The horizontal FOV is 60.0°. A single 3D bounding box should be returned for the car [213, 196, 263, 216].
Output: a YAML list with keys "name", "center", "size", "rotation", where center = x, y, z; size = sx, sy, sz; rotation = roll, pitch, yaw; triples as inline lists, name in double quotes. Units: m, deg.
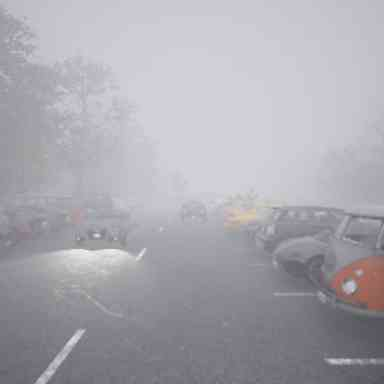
- name: "car"
  center: [4.531, 1.343, 27.862]
  size: [4.892, 1.521, 2.231]
  rotation: [0, 0, 0]

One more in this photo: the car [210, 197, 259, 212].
- name: "car"
  center: [4.532, 1.340, 36.191]
  size: [5.008, 1.535, 2.097]
  rotation: [0, 0, 0]

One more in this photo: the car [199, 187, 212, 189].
- name: "car"
  center: [4.244, 0.382, 74.345]
  size: [4.553, 1.767, 2.185]
  rotation: [0, 1, 0]

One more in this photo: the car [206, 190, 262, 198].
- name: "car"
  center: [4.509, 1.090, 33.415]
  size: [5.566, 2.045, 2.435]
  rotation: [0, 0, 0]

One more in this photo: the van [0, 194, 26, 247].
- name: "van"
  center: [-8.433, 1.156, 11.289]
  size: [4.442, 1.987, 1.878]
  rotation: [0, 0, 0]

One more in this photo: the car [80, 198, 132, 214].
- name: "car"
  center: [-8.540, 1.381, 33.426]
  size: [4.674, 1.452, 2.002]
  rotation: [0, 0, 0]

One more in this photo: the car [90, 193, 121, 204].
- name: "car"
  center: [-8.571, 1.091, 25.117]
  size: [5.566, 2.045, 2.435]
  rotation: [0, 0, 0]

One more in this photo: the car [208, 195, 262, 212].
- name: "car"
  center: [4.352, 1.338, 30.638]
  size: [5.366, 1.575, 1.946]
  rotation: [0, 0, 0]

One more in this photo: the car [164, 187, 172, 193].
- name: "car"
  center: [-8.787, 0.189, 90.895]
  size: [5.008, 1.535, 2.097]
  rotation: [0, 2, 0]

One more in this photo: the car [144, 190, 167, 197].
- name: "car"
  center: [-8.984, 0.390, 82.660]
  size: [5.366, 1.575, 1.946]
  rotation: [0, 1, 0]

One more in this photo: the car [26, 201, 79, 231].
- name: "car"
  center: [-8.570, 1.381, 16.682]
  size: [4.792, 1.488, 2.163]
  rotation: [0, 0, 0]

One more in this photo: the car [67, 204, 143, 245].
- name: "car"
  center: [-3.601, 1.445, 14.570]
  size: [1.994, 1.385, 4.181]
  rotation: [0, 0, 0]

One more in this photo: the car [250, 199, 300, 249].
- name: "car"
  center: [4.507, 1.257, 11.212]
  size: [4.553, 1.767, 2.185]
  rotation: [0, 0, 0]

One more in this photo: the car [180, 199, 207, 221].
- name: "car"
  center: [0.099, 1.463, 25.716]
  size: [1.895, 1.301, 4.718]
  rotation: [0, 0, 0]

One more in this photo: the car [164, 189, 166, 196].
- name: "car"
  center: [-8.808, 0.548, 74.162]
  size: [4.674, 1.452, 2.002]
  rotation: [0, 0, 0]

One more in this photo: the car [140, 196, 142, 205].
- name: "car"
  center: [-8.574, 1.214, 38.842]
  size: [4.553, 1.767, 2.185]
  rotation: [0, 0, 0]

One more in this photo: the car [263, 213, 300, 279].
- name: "car"
  center: [4.509, 1.434, 8.440]
  size: [4.792, 1.488, 2.163]
  rotation: [0, 1, 0]

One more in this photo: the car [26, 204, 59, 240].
- name: "car"
  center: [-8.570, 1.393, 14.043]
  size: [4.792, 1.488, 2.163]
  rotation: [0, 0, 0]

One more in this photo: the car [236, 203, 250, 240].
- name: "car"
  center: [4.544, 1.365, 13.993]
  size: [4.892, 1.521, 2.231]
  rotation: [0, 0, 0]

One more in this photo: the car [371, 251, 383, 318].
- name: "car"
  center: [4.568, 1.483, 2.888]
  size: [4.792, 1.488, 2.163]
  rotation: [0, 1, 0]

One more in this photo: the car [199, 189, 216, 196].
- name: "car"
  center: [4.319, 0.059, 91.062]
  size: [4.553, 1.767, 2.185]
  rotation: [0, 2, 0]

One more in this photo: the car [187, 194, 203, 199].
- name: "car"
  center: [0.102, 1.365, 41.324]
  size: [1.837, 1.490, 4.892]
  rotation: [0, 0, 0]

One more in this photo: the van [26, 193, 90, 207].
- name: "van"
  center: [-8.659, 1.119, 19.453]
  size: [4.442, 1.987, 1.878]
  rotation: [0, 0, 0]

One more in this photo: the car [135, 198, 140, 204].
- name: "car"
  center: [-8.514, 1.370, 36.197]
  size: [4.792, 1.488, 2.163]
  rotation: [0, 0, 0]

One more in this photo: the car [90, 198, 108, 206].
- name: "car"
  center: [-8.514, 1.372, 22.347]
  size: [4.792, 1.488, 2.163]
  rotation: [0, 0, 0]

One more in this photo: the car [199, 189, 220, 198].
- name: "car"
  center: [4.300, 0.580, 68.776]
  size: [4.792, 1.488, 2.163]
  rotation: [0, 0, 0]

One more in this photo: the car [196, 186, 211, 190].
- name: "car"
  center: [4.251, 0.189, 79.915]
  size: [5.566, 2.045, 2.435]
  rotation: [0, 1, 0]

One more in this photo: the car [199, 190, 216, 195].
- name: "car"
  center: [4.319, 0.126, 93.854]
  size: [4.792, 1.488, 2.163]
  rotation: [0, 2, 0]

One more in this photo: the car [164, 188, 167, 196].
- name: "car"
  center: [-8.831, 0.508, 77.074]
  size: [4.792, 1.488, 2.163]
  rotation: [0, 1, 0]

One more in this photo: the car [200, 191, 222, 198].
- name: "car"
  center: [4.283, 0.479, 77.125]
  size: [5.008, 1.535, 2.097]
  rotation: [0, 1, 0]

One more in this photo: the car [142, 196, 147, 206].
- name: "car"
  center: [-8.538, 1.339, 41.614]
  size: [5.008, 1.535, 2.097]
  rotation: [0, 0, 0]

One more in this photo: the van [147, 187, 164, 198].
- name: "van"
  center: [-8.682, 0.326, 68.701]
  size: [4.442, 1.987, 1.878]
  rotation: [1, 1, 0]

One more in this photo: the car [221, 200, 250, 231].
- name: "car"
  center: [4.353, 1.349, 16.760]
  size: [5.366, 1.575, 1.946]
  rotation: [0, 0, 0]

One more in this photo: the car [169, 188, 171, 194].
- name: "car"
  center: [-8.789, 0.268, 88.106]
  size: [5.008, 1.535, 2.097]
  rotation: [0, 1, 0]

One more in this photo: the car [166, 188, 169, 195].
- name: "car"
  center: [-8.986, 0.438, 79.865]
  size: [5.366, 1.575, 1.946]
  rotation: [0, 1, 0]

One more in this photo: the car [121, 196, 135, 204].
- name: "car"
  center: [-8.357, 1.338, 30.656]
  size: [5.366, 1.575, 1.946]
  rotation: [0, 0, 0]

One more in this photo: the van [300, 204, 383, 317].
- name: "van"
  center: [4.422, 1.203, 5.662]
  size: [4.442, 1.987, 1.878]
  rotation: [0, 1, 0]
